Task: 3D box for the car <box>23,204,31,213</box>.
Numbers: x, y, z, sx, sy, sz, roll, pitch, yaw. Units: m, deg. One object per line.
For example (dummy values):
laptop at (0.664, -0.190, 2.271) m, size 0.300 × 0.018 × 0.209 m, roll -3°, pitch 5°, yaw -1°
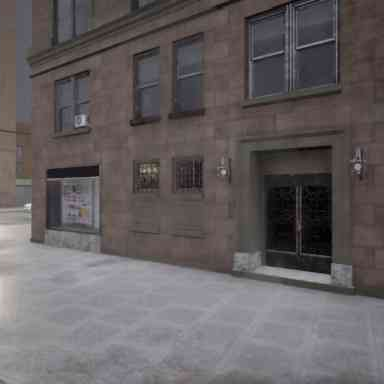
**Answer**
car at (-15.648, 1.438, 35.818) m, size 1.812 × 1.442 × 4.674 m, roll 0°, pitch 0°, yaw 35°
